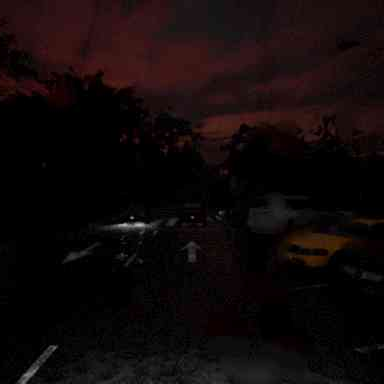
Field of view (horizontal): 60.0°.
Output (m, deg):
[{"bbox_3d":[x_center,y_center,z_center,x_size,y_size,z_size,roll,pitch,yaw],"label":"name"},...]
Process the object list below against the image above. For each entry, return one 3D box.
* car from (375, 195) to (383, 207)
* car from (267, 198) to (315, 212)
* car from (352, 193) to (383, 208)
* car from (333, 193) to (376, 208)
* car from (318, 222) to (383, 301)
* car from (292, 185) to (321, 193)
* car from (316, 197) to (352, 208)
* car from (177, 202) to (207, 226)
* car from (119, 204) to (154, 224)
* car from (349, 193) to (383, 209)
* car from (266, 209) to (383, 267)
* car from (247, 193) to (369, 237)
[{"bbox_3d":[30.001,1.345,49.550,2.185,1.767,4.553,1,-1,-22],"label":"car"},{"bbox_3d":[11.138,1.484,37.758,4.892,1.490,1.837,0,-1,-6],"label":"car"},{"bbox_3d":[27.005,1.217,49.420,2.435,2.045,5.566,1,-1,-22],"label":"car"},{"bbox_3d":[23.945,1.216,49.381,2.435,2.045,5.566,0,-1,-21],"label":"car"},{"bbox_3d":[5.376,1.520,7.200,4.674,1.452,2.002,1,0,-20],"label":"car"},{"bbox_3d":[19.362,-0.325,56.305,4.902,1.511,2.128,-4,0,-1],"label":"car"},{"bbox_3d":[20.922,1.496,49.297,2.163,1.488,4.792,0,-1,-21],"label":"car"},{"bbox_3d":[-0.009,1.462,23.634,1.882,1.535,5.008,0,0,-1],"label":"car"},{"bbox_3d":[-3.988,1.548,24.416,1.994,1.385,4.181,0,0,2],"label":"car"},{"bbox_3d":[18.334,1.221,32.235,2.435,2.045,5.566,0,1,-21],"label":"car"},{"bbox_3d":[5.192,1.473,10.142,5.366,1.575,1.946,1,0,-20],"label":"car"},{"bbox_3d":[5.378,1.223,16.235,5.566,2.045,2.435,1,0,-20],"label":"car"}]
